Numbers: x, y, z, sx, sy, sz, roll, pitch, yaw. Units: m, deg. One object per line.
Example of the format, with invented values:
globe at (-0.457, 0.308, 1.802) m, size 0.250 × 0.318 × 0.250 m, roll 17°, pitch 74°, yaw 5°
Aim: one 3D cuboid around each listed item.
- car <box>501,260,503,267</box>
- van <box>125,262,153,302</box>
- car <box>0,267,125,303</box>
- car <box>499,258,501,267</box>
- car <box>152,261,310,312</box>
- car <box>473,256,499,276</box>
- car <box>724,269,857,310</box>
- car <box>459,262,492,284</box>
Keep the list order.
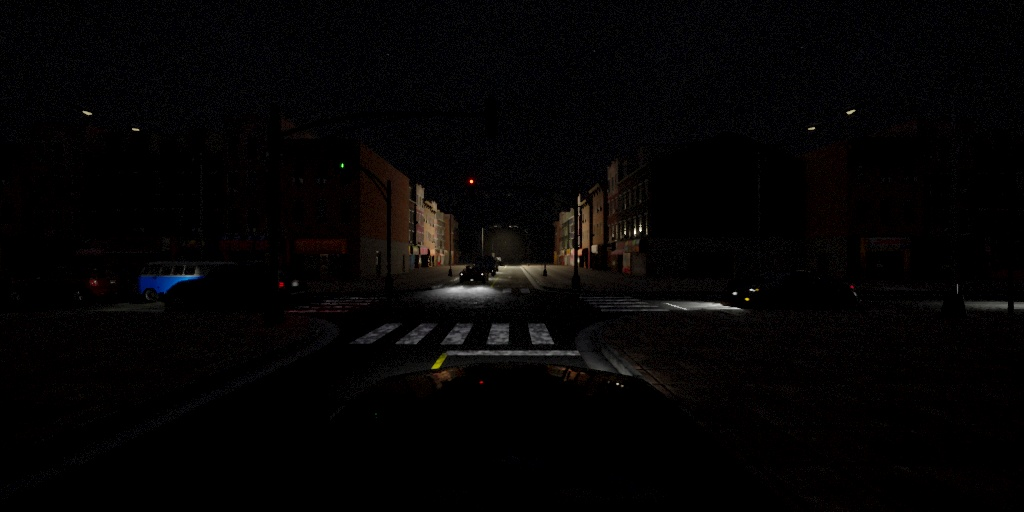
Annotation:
car at (-2.639, 1.054, 62.948) m, size 2.128 × 1.511 × 4.902 m, roll 0°, pitch 0°, yaw 0°
van at (-14.718, 1.124, 16.423) m, size 3.998 × 1.789 × 1.690 m, roll 0°, pitch 0°, yaw 0°
car at (-20.193, 1.239, 16.406) m, size 4.097 × 1.591 × 1.967 m, roll 0°, pitch 0°, yaw 0°
car at (-2.762, 1.284, 47.327) m, size 1.837 × 1.490 × 4.892 m, roll 0°, pitch 0°, yaw 0°
car at (-10.528, 1.122, 13.898) m, size 4.553 × 1.767 × 2.097 m, roll 0°, pitch 0°, yaw 0°
car at (-2.790, 0.993, 37.178) m, size 2.150 × 2.045 × 5.566 m, roll 0°, pitch 0°, yaw 0°
car at (10.731, 1.280, 14.008) m, size 4.181 × 1.385 × 1.994 m, roll 0°, pitch 0°, yaw 1°
car at (-2.805, 1.365, 27.313) m, size 1.895 × 1.301 × 4.718 m, roll 0°, pitch 0°, yaw 0°
